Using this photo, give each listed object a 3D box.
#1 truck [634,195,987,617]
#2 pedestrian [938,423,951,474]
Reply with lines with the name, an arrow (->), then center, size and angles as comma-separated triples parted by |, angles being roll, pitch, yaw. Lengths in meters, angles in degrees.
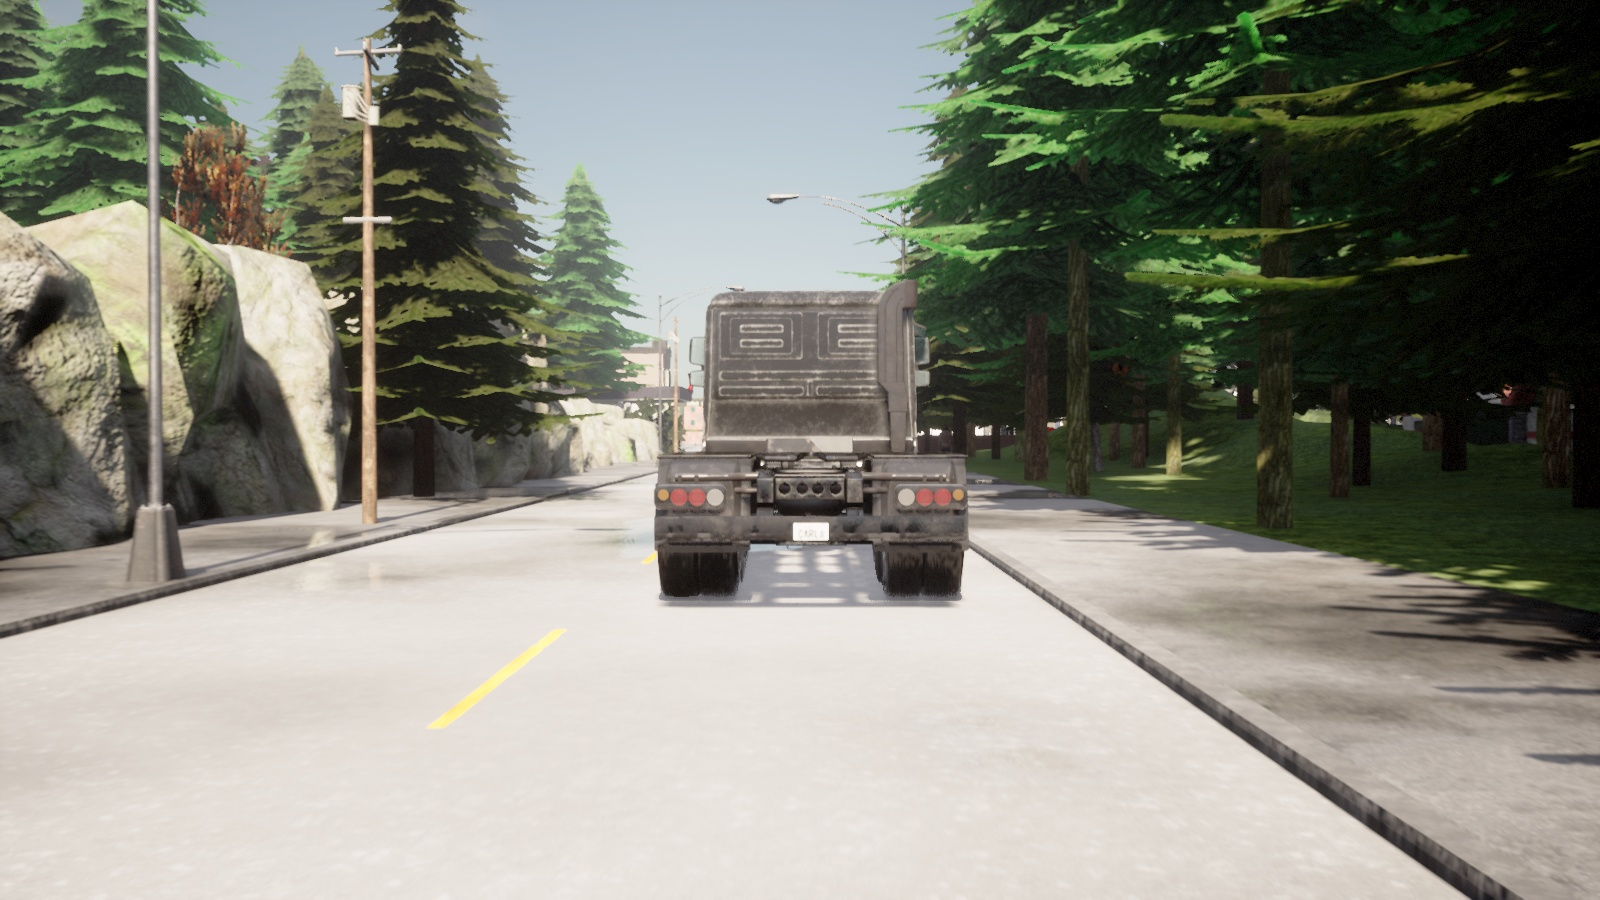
truck -> 0.113, -0.405, 14.266 | 2.891, 3.462, 7.936 | 0, 1, 0
pedestrian -> 5.169, -0.070, 44.891 | 0.328, 1.805, 0.869 | 0, 1, -3
